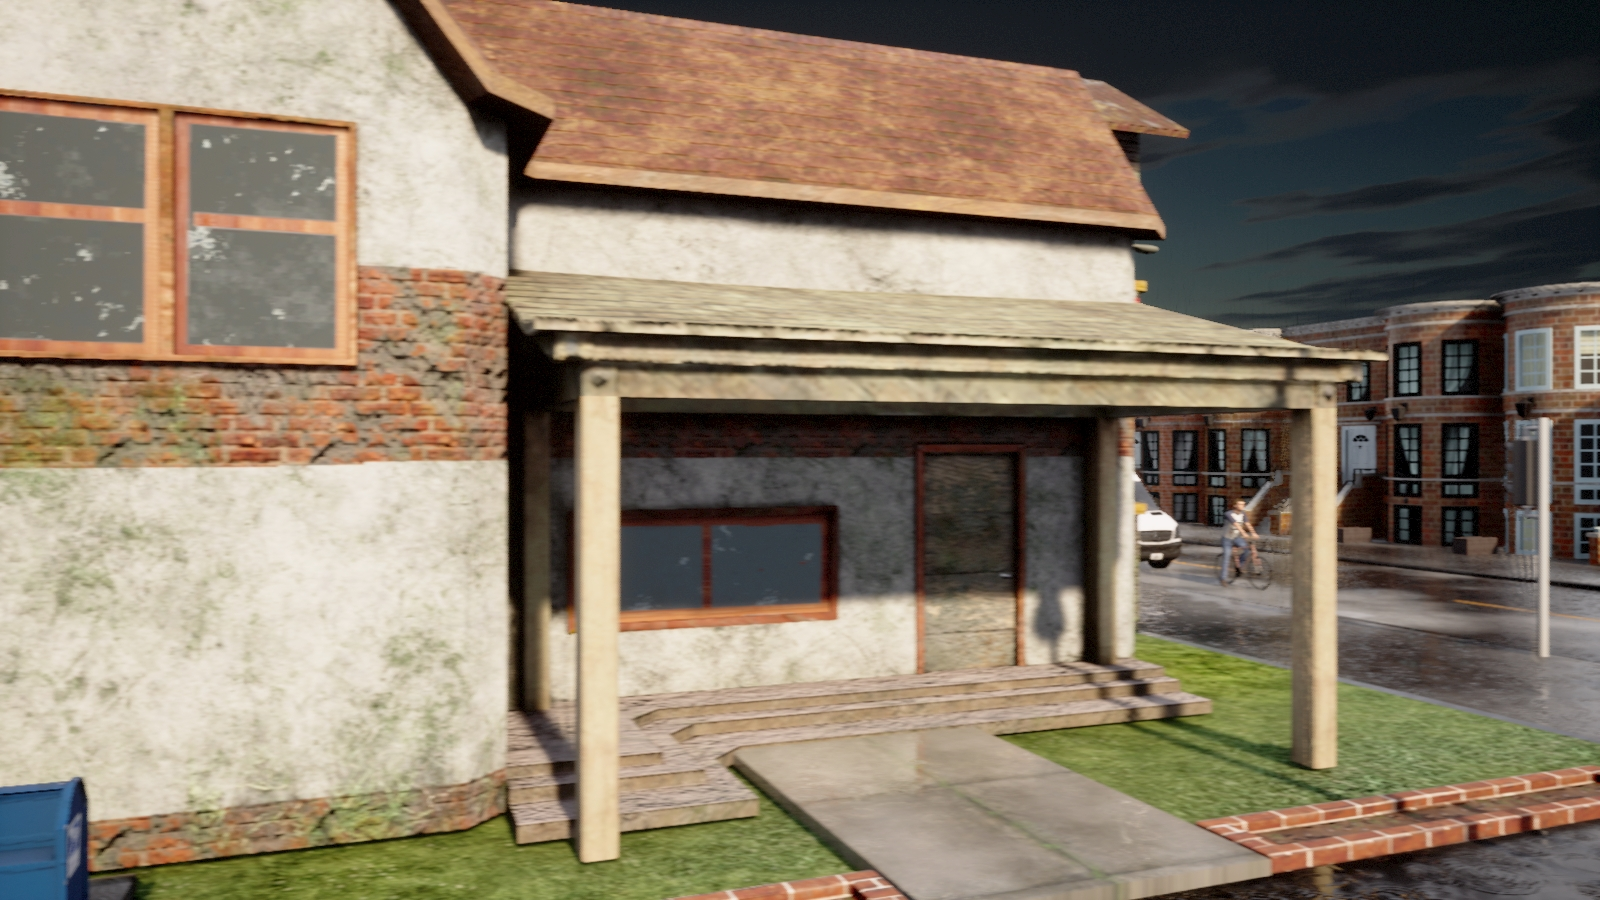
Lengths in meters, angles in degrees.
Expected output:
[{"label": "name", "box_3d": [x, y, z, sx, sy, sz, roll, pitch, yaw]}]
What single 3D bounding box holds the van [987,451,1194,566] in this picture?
[{"label": "van", "box_3d": [7.053, 1.312, 28.605, 1.988, 2.561, 5.915, 0, 0, -21]}]
